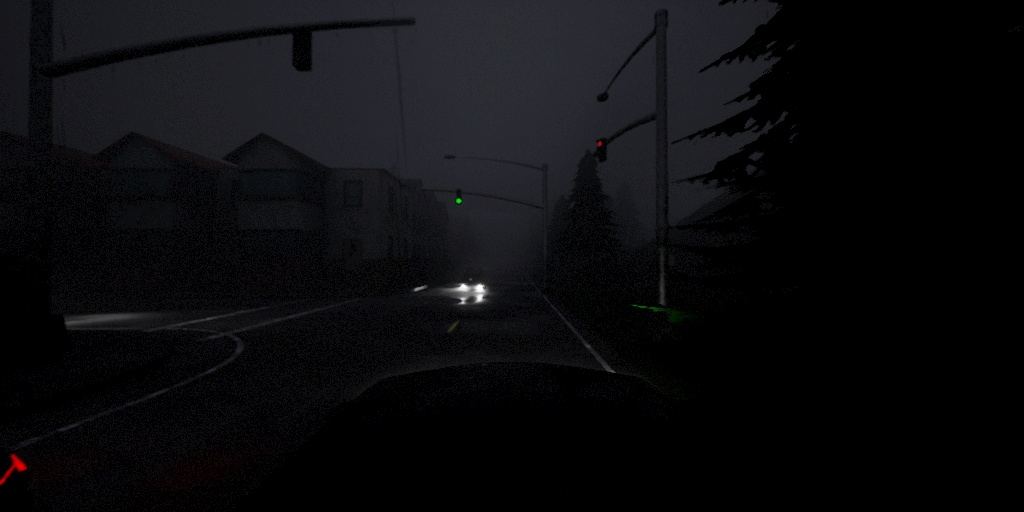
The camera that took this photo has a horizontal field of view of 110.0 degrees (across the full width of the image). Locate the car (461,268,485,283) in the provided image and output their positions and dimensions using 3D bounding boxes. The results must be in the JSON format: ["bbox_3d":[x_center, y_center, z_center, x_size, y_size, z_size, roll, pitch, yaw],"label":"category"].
[{"bbox_3d":[-3.507,1.718,32.734,1.895,1.301,4.718,0,-1,0],"label":"car"}]

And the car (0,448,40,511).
[{"bbox_3d":[-3.498,1.296,0.145,1.994,1.385,4.181,0,-1,0],"label":"car"}]
